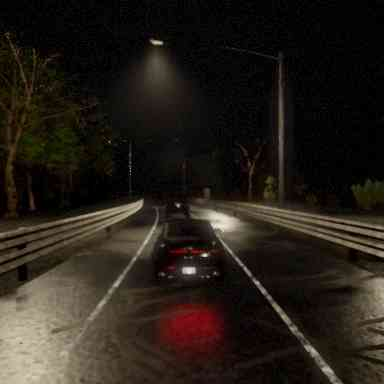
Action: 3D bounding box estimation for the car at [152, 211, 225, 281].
[{"bbox_3d":[-0.130,1.550,10.031,1.837,1.490,4.892,0,0,-2],"label":"car"}]

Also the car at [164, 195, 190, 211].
[{"bbox_3d":[-1.451,1.343,31.960,2.150,2.045,5.566,0,0,-5],"label":"car"}]
